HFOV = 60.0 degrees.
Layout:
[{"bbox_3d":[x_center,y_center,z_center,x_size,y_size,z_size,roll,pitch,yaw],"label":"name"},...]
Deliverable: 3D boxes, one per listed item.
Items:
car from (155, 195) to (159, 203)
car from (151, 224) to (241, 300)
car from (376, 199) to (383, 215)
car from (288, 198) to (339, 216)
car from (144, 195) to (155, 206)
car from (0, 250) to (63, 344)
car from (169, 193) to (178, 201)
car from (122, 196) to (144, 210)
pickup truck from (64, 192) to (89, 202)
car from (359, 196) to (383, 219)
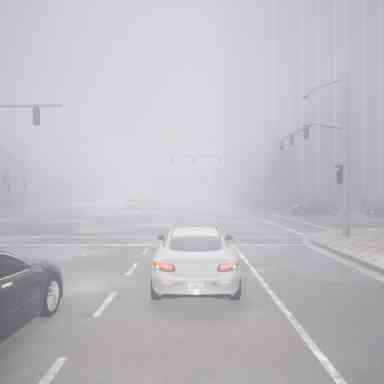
[{"bbox_3d":[-7.995,1.351,67.590,2.097,1.767,4.553,0,0,0],"label":"car"},{"bbox_3d":[0.080,1.526,8.231,1.812,1.442,4.674,0,0,0],"label":"car"},{"bbox_3d":[21.007,1.478,32.585,5.008,1.535,1.882,0,0,0],"label":"car"},{"bbox_3d":[11.782,1.352,32.522,4.553,1.767,2.097,0,0,0],"label":"car"},{"bbox_3d":[-7.900,1.507,55.978,1.837,1.490,4.892,0,-1,-1],"label":"car"},{"bbox_3d":[-3.434,1.505,4.582,1.837,1.490,4.892,0,0,1],"label":"car"},{"bbox_3d":[-4.723,1.225,85.507,2.150,2.045,5.566,0,0,-1],"label":"car"},{"bbox_3d":[-7.582,1.478,42.060,1.882,1.535,5.008,0,0,-4],"label":"car"},{"bbox_3d":[-24.638,1.059,70.291,2.390,2.098,6.274,0,0,30],"label":"pickup truck"},{"bbox_3d":[17.720,1.221,29.064,5.566,2.045,2.150,0,0,0],"label":"car"}]
